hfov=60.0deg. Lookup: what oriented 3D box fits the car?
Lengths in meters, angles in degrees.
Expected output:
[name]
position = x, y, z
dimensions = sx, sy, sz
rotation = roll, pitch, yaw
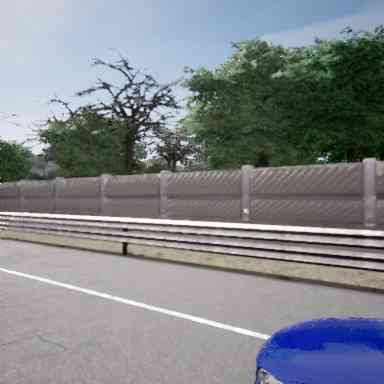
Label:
[car]
position = 2.670, 1.514, 2.085
dimensions = 4.674, 1.442, 1.812
rotation = -1, -1, 36
